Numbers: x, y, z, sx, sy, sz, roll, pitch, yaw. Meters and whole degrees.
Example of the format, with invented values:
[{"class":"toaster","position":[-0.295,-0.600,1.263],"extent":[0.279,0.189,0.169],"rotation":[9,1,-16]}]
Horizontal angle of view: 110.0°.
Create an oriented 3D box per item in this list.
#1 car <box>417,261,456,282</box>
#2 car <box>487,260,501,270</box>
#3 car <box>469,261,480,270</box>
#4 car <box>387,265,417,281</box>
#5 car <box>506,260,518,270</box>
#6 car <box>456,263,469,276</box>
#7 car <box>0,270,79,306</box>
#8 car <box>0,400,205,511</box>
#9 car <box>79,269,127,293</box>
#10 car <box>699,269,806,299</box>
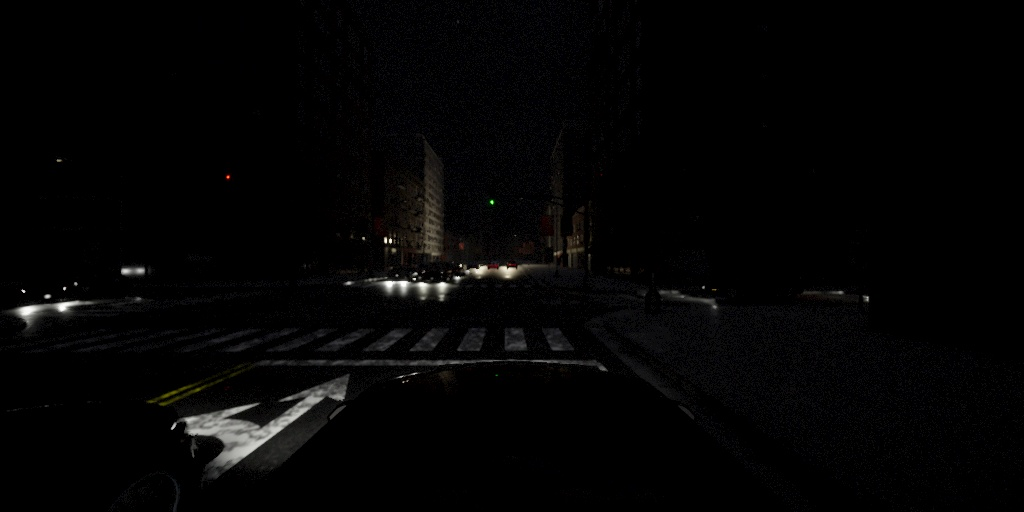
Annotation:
[{"class":"car","position":[-6.594,1.296,31.790],"extent":[2.097,1.767,4.553],"rotation":[0,0,0]},{"class":"car","position":[-3.241,1.734,62.153],"extent":[1.895,1.301,4.718],"rotation":[0,0,0]},{"class":"car","position":[-6.555,1.646,60.154],"extent":[1.812,1.442,4.674],"rotation":[0,-1,0]},{"class":"car","position":[-9.845,1.514,32.690],"extent":[1.994,1.385,4.181],"rotation":[0,0,0]},{"class":"car","position":[0.009,1.635,61.706],"extent":[1.837,1.490,4.892],"rotation":[0,0,0]},{"class":"car","position":[-6.595,1.551,41.320],"extent":[2.033,1.411,5.357],"rotation":[0,0,0]},{"class":"car","position":[-22.895,1.380,15.646],"extent":[5.357,1.411,2.033],"rotation":[0,-1,0]},{"class":"car","position":[-3.240,1.269,0.716],"extent":[1.812,1.442,4.674],"rotation":[0,0,1]},{"class":"car","position":[-25.372,1.455,21.140],"extent":[4.313,1.339,1.948],"rotation":[0,0,0]},{"class":"car","position":[12.459,1.406,18.748],"extent":[4.892,1.490,1.837],"rotation":[0,-1,2]}]
